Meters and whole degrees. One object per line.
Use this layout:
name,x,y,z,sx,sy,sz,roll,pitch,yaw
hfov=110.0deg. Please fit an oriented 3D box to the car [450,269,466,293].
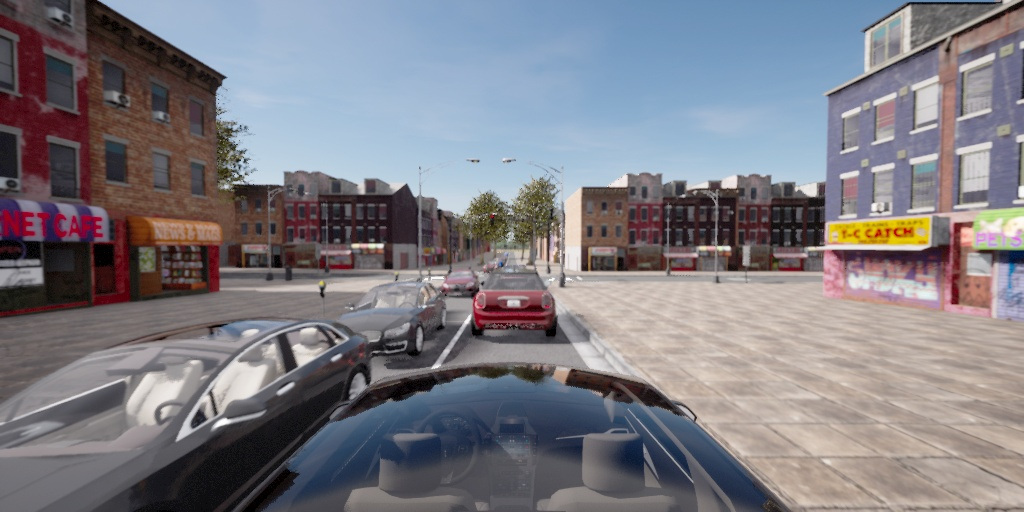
car,-2.642,1.381,19.374,1.802,1.307,4.207,0,0,0

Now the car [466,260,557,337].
car,0.097,1.124,10.531,2.097,1.767,4.553,0,0,2

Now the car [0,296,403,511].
car,-2.640,1.303,3.032,2.007,1.370,4.403,0,0,0

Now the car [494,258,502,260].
car,-2.645,1.356,46.150,1.967,1.591,4.097,0,0,0

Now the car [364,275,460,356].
car,-2.641,1.316,8.481,2.007,1.370,4.403,0,0,0
